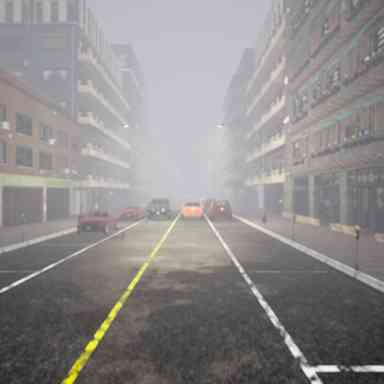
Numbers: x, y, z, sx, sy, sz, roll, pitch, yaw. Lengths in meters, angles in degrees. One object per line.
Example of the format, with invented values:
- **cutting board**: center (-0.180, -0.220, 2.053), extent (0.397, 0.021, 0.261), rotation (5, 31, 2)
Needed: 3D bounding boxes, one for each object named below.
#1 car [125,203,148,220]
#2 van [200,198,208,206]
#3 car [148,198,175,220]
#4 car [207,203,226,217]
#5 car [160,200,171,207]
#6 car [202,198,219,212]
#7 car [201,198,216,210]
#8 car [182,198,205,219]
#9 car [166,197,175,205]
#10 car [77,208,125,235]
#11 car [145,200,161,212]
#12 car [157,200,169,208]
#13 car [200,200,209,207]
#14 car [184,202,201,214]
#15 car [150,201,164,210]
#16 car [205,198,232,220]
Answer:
- **car**: center (-5.697, 1.918, 31.944), extent (1.887, 1.381, 4.507), rotation (-1, -1, 0)
- **van**: center (2.685, 2.277, 77.417), extent (1.690, 1.788, 3.998), rotation (-1, -1, 0)
- **car**: center (-3.097, 1.609, 33.157), extent (2.150, 2.045, 5.566), rotation (0, -1, 0)
- **car**: center (2.684, 1.969, 37.794), extent (1.752, 1.417, 4.829), rotation (-1, -1, 0)
- **car**: center (-5.692, 2.429, 71.734), extent (1.947, 1.339, 4.313), rotation (-1, -1, 0)
- **car**: center (2.682, 1.895, 48.996), extent (2.192, 1.841, 5.009), rotation (-1, -1, 0)
- **car**: center (2.682, 1.965, 54.680), extent (2.192, 1.841, 5.009), rotation (-1, -1, 0)
- **car**: center (0.080, 1.746, 33.717), extent (2.097, 1.767, 4.553), rotation (0, -1, 0)
- **car**: center (-5.694, 2.397, 88.790), extent (2.192, 1.841, 5.009), rotation (-1, -1, 0)
- **car**: center (-5.699, 1.782, 20.575), extent (1.887, 1.381, 4.507), rotation (-1, -1, 0)
- **car**: center (-5.697, 2.020, 48.998), extent (1.967, 1.590, 4.097), rotation (-1, -1, 0)
- **car**: center (-5.693, 2.358, 66.050), extent (1.947, 1.339, 4.313), rotation (-1, -1, 0)
- **car**: center (2.687, 2.391, 71.900), extent (1.752, 1.417, 4.829), rotation (-1, -1, 0)
- **car**: center (0.080, 2.068, 44.070), extent (2.033, 1.411, 5.357), rotation (0, -1, 0)
- **car**: center (-5.694, 2.195, 54.682), extent (1.887, 1.381, 4.507), rotation (-1, -1, 0)
- **car**: center (2.680, 1.688, 31.943), extent (2.192, 1.841, 5.009), rotation (-1, -1, 0)
